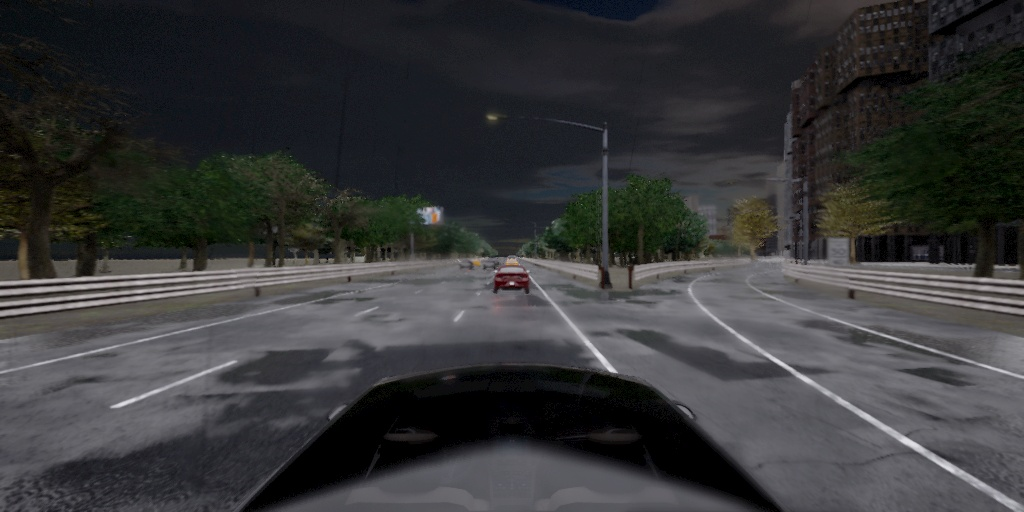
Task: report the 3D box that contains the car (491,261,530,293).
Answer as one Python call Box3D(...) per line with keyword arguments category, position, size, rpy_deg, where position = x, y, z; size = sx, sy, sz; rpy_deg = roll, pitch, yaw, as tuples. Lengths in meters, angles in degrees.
Box3D(category="car", position=(-0.005, 1.238, 20.683), size=(1.882, 1.535, 5.008), rpy_deg=(0, 0, 0))

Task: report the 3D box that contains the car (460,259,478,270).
Box3D(category="car", position=(-7.009, 1.342, 56.691), size=(2.128, 1.511, 4.902), rpy_deg=(0, 0, 0))

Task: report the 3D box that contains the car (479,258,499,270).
Box3D(category="car", position=(-3.510, 1.342, 56.691), size=(2.128, 1.511, 4.902), rpy_deg=(0, 0, 0))

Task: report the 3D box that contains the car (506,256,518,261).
Box3D(category="car", position=(-0.022, 1.172, 52.576), size=(1.882, 1.535, 5.008), rpy_deg=(0, 7, 0))
